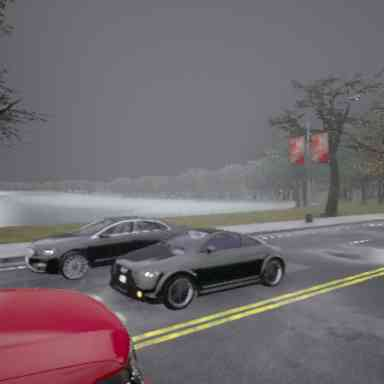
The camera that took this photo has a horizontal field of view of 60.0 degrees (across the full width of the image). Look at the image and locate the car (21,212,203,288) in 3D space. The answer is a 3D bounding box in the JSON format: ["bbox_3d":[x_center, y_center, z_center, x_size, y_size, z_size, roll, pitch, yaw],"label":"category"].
[{"bbox_3d":[-2.267,1.489,10.034,4.902,1.511,2.128,0,0,-35],"label":"car"}]

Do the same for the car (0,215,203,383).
[{"bbox_3d":[-2.838,1.222,1.415,5.566,2.045,2.150,0,0,-35],"label":"car"}]

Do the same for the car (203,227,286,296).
[{"bbox_3d":[0.255,1.560,7.822,4.181,1.385,1.994,0,0,-34],"label":"car"}]
